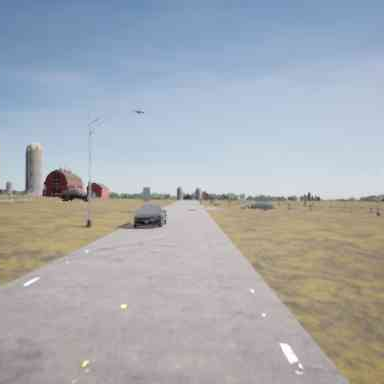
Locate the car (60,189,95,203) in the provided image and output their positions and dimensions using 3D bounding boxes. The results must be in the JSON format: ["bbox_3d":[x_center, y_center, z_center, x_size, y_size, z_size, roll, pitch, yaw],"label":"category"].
[{"bbox_3d":[-19.012,0.663,55.317,5.566,2.045,2.150,3,-2,0],"label":"car"}]

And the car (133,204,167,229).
[{"bbox_3d":[-2.855,1.631,23.312,1.882,1.535,5.008,0,0,0],"label":"car"}]

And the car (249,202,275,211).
[{"bbox_3d":[11.713,2.315,55.494,4.181,1.385,1.994,2,-2,0],"label":"car"}]
